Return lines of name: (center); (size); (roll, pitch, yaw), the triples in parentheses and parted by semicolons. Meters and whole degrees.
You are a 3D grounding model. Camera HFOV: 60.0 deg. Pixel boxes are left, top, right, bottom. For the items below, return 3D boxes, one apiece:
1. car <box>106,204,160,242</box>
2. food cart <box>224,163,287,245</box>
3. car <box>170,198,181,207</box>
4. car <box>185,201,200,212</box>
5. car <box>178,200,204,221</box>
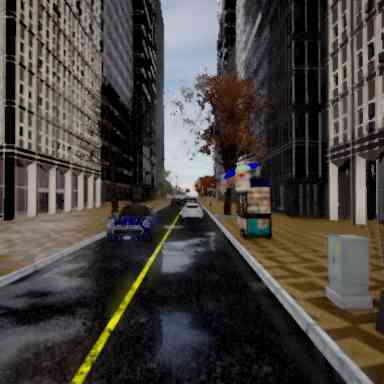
car: (-2.847, 1.436, 16.872); (2.097, 1.767, 4.553); (0, 0, 0)
food cart: (2.992, 0.550, 16.839); (2.280, 3.560, 4.660); (-1, -1, 0)
car: (-2.780, 1.798, 58.638); (1.837, 1.490, 4.892); (0, 0, 1)
car: (0.064, 1.817, 43.063); (1.895, 1.301, 4.718); (0, 0, 1)
car: (0.049, 1.668, 28.464); (1.812, 1.442, 4.674); (0, 0, 0)
